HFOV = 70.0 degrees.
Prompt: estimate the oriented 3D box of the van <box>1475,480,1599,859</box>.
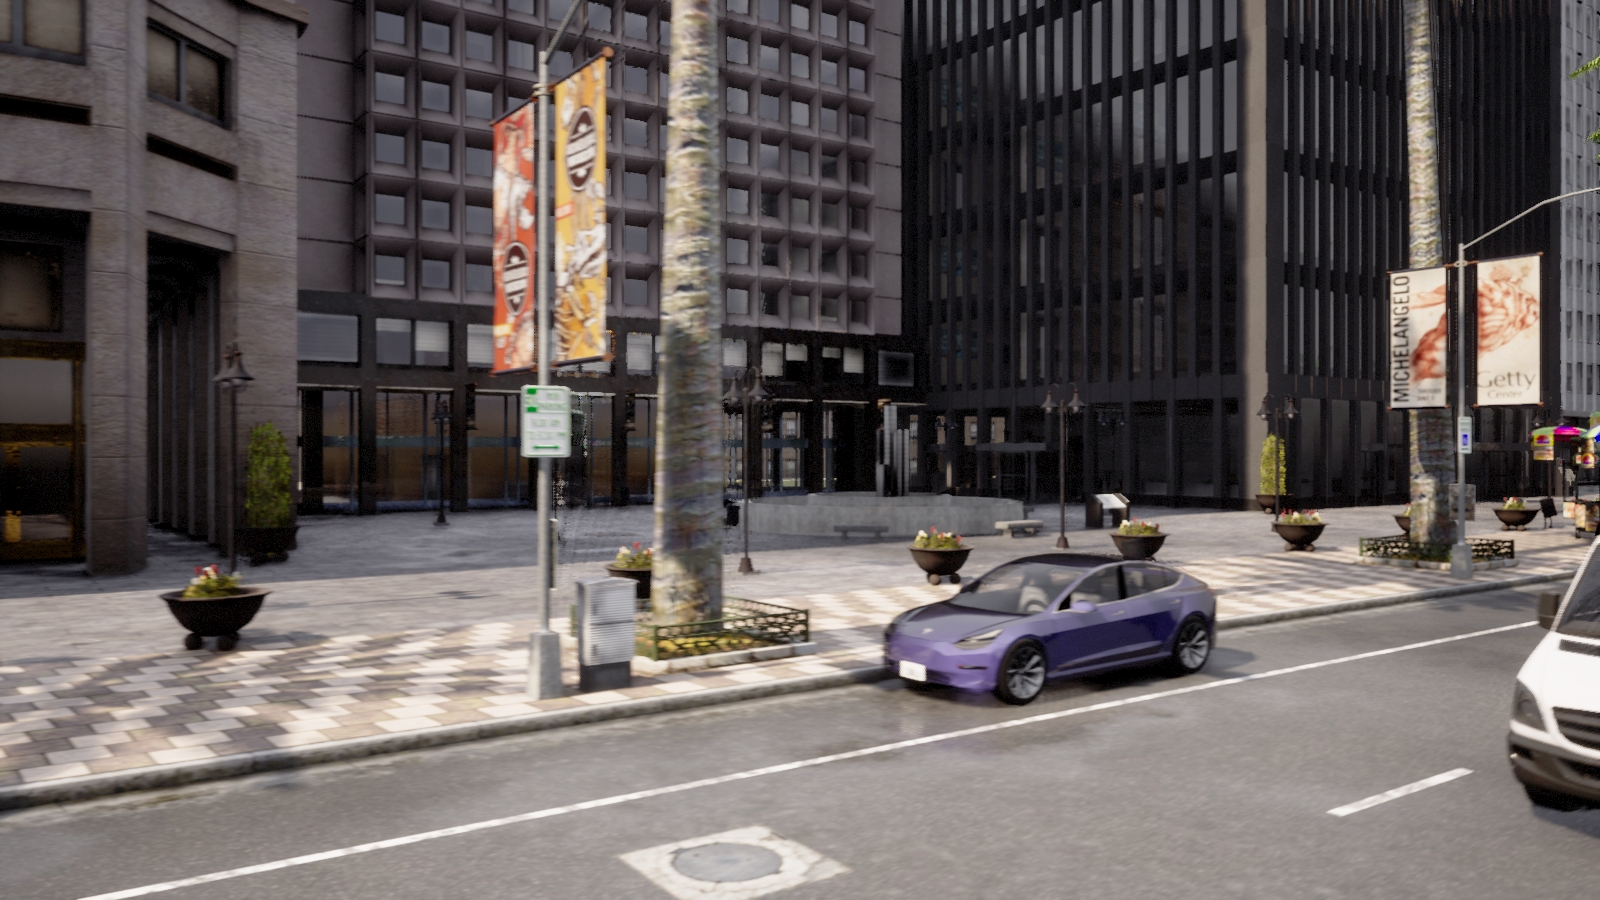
[{"bbox_3d":[8.024,1.535,9.392,5.915,2.561,1.988,0,0,-35],"label":"van"}]
